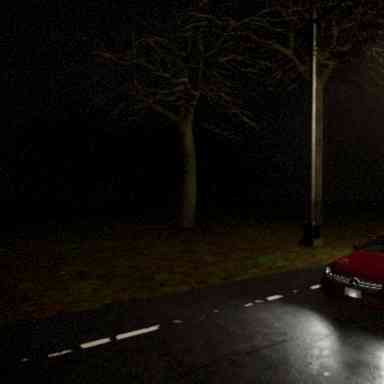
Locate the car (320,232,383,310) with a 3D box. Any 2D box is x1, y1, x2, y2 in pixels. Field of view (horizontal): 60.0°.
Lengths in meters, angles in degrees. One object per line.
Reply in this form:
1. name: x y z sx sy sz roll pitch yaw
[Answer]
1. car: 4.866 1.629 7.480 4.674 1.442 1.812 1 -1 -35
